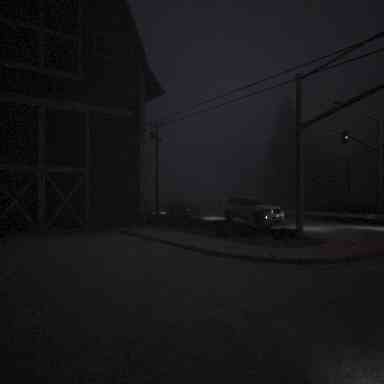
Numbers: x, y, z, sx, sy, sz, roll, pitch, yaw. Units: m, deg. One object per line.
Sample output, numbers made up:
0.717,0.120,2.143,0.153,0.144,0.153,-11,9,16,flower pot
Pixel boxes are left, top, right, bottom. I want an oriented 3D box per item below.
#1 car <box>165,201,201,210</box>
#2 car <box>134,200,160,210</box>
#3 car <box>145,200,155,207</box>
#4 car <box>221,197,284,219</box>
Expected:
-0.974,1.704,34.684,1.882,1.535,5.008,0,0,-35,car
-6.790,1.916,49.519,1.895,1.301,4.718,0,0,-34,car
-6.361,1.781,42.546,1.837,1.490,4.892,0,0,-34,car
4.665,1.397,26.457,2.150,2.045,5.566,0,0,-34,car
